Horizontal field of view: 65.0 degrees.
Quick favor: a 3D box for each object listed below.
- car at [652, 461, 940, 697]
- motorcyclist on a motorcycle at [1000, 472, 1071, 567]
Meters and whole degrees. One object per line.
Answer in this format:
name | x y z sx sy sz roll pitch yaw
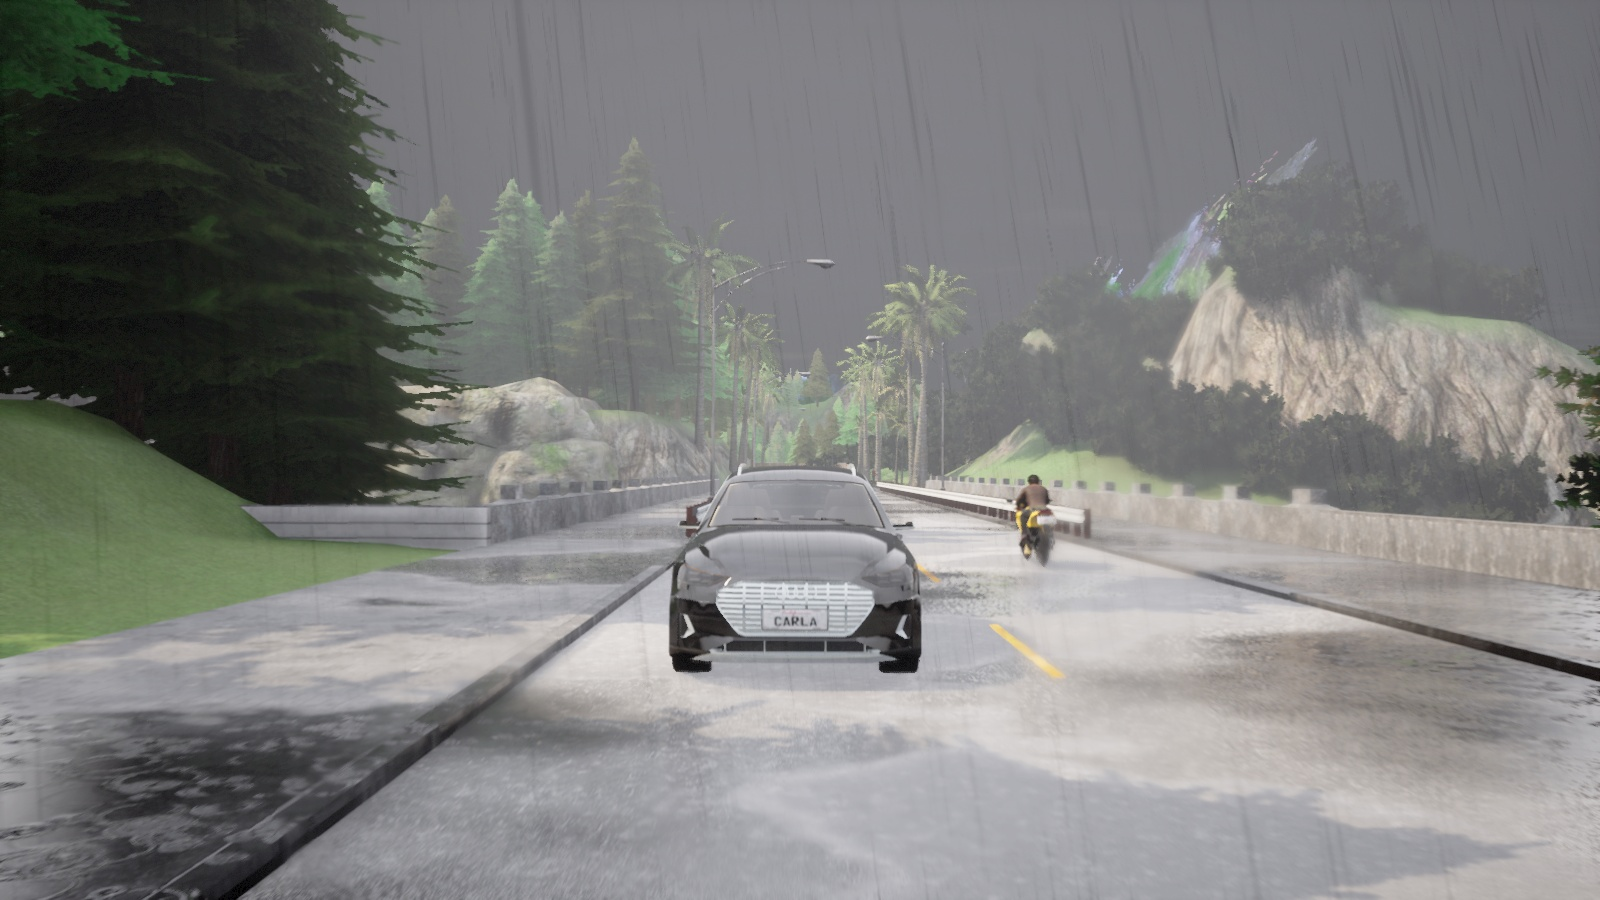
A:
car | -0.025 0.932 11.308 2.033 1.649 4.856 0 0 0
motorcyclist on a motorcycle | 3.953 1.136 21.237 0.797 1.523 2.044 0 -1 0
